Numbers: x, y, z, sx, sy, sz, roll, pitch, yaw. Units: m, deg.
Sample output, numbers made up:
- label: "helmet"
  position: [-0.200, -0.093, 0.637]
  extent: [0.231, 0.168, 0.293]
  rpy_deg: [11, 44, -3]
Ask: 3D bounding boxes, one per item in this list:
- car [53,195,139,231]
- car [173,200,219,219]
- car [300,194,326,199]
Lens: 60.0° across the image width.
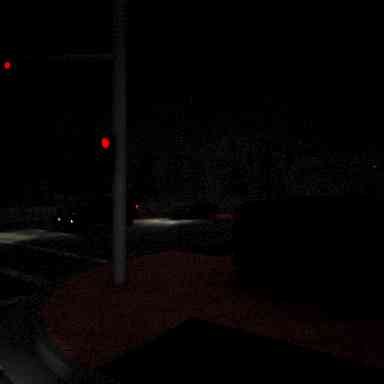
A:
- label: "car"
  position: [-5.952, 1.221, 21.344]
  extent: [2.150, 2.045, 5.566]
  rpy_deg: [0, 0, 38]
- label: "car"
  position: [0.404, 1.478, 29.367]
  extent: [1.882, 1.535, 5.008]
  rpy_deg: [0, 0, 39]
- label: "car"
  position: [12.162, 1.221, 32.648]
  extent: [2.150, 2.045, 5.566]
  rpy_deg: [0, 0, 38]
